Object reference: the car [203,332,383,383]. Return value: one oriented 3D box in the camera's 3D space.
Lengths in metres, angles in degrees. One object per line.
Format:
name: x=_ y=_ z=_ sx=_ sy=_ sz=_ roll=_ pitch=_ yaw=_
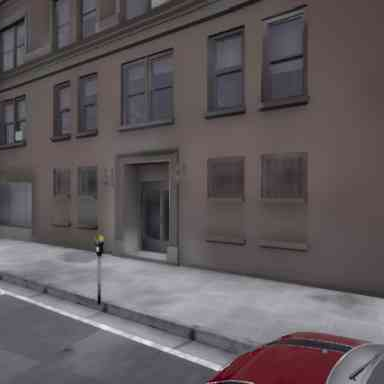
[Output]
car: x=1.746 y=1.439 z=1.601 sx=4.097 sy=1.590 sz=1.967 roll=0 pitch=0 yaw=35
